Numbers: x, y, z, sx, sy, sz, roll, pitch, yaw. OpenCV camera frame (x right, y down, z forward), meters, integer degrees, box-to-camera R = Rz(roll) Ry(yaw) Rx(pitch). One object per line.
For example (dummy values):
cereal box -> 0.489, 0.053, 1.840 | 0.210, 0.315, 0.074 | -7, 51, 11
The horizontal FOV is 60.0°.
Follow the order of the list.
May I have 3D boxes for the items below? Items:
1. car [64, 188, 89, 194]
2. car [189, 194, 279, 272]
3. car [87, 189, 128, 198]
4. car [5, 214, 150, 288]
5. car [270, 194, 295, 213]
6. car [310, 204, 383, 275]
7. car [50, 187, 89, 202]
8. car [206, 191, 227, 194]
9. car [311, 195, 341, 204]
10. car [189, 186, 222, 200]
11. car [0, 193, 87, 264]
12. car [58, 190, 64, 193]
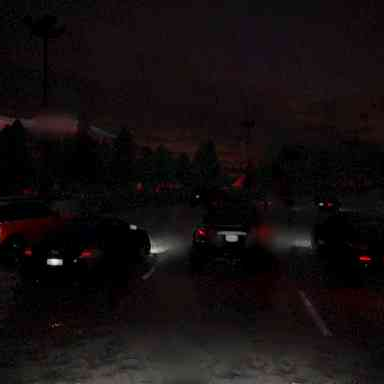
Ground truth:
car -> -11.446, 0.446, 37.139 | 2.097, 1.767, 4.553 | 1, 2, 28
car -> 1.334, 1.104, 10.250 | 2.097, 1.767, 4.553 | 0, 1, 10
car -> -8.513, 0.667, 35.294 | 1.812, 1.442, 4.674 | 1, 2, 28
car -> -2.504, 1.348, 8.756 | 1.994, 1.385, 4.181 | 0, 1, 8
car -> 7.044, 0.898, 27.197 | 2.033, 1.411, 5.357 | 1, 2, 27
car -> 4.661, 1.301, 9.370 | 1.812, 1.442, 4.674 | 0, 1, 10
car -> -15.945, 0.290, 43.473 | 2.097, 1.767, 4.553 | 1, 2, 31
car -> 3.368, 0.884, 27.640 | 2.033, 1.411, 5.357 | 1, 2, 26
car -> 10.750, 0.912, 26.742 | 2.033, 1.411, 5.357 | 1, 2, 29
car -> 1.791, 0.450, 32.080 | 2.150, 2.045, 5.566 | 1, 1, 29
car -> -5.634, 1.080, 10.965 | 2.097, 1.767, 4.553 | 0, 1, 9
car -> -14.088, 0.510, 39.645 | 1.882, 1.535, 5.008 | 1, 1, 28
